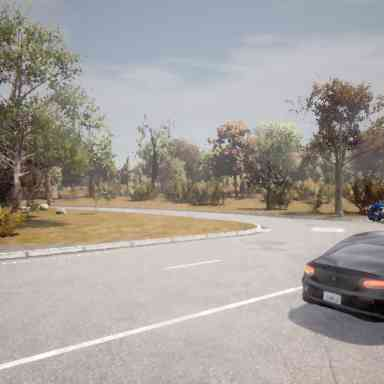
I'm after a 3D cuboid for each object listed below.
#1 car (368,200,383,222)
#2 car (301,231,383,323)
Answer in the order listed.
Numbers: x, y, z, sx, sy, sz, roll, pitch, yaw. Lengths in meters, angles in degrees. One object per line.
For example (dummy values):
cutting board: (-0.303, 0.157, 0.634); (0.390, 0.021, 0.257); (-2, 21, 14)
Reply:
car: (15.720, 1.220, 24.639); (5.566, 2.045, 2.150); (0, 1, -21)
car: (4.103, 1.525, 6.677); (4.674, 1.442, 1.812); (0, 0, -36)
